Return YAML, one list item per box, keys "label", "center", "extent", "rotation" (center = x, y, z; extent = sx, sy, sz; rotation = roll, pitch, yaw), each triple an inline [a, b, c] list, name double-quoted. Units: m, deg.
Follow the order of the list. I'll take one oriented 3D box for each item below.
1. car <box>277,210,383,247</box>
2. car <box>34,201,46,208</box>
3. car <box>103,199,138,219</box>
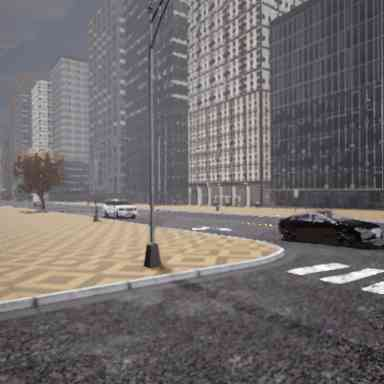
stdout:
- label: "car"
  center: [6.318, 1.638, 15.794]
  extent: [2.128, 1.511, 4.902]
  rotation: [-1, -2, -35]
- label: "car"
  center: [-33.470, 2.730, 73.125]
  extent: [2.033, 1.411, 5.357]
  rotation: [-1, -1, -35]
- label: "car"
  center: [-7.932, 1.807, 36.332]
  extent: [2.150, 2.045, 5.566]
  rotation: [-1, -1, -35]
